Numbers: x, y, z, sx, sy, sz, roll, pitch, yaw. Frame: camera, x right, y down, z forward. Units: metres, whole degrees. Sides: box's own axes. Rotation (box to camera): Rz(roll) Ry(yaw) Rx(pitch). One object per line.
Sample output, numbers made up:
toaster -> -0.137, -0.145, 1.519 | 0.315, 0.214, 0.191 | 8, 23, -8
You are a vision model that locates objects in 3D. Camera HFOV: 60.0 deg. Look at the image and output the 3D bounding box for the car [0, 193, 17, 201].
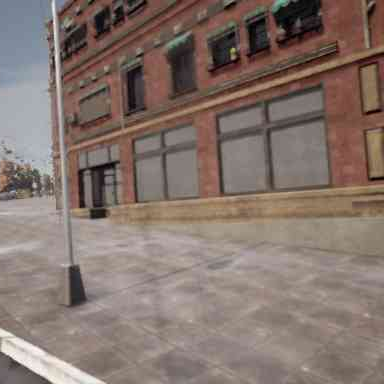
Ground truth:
car -> -33.597, 0.903, 60.041 | 1.837, 1.490, 4.892 | -5, 2, 3
